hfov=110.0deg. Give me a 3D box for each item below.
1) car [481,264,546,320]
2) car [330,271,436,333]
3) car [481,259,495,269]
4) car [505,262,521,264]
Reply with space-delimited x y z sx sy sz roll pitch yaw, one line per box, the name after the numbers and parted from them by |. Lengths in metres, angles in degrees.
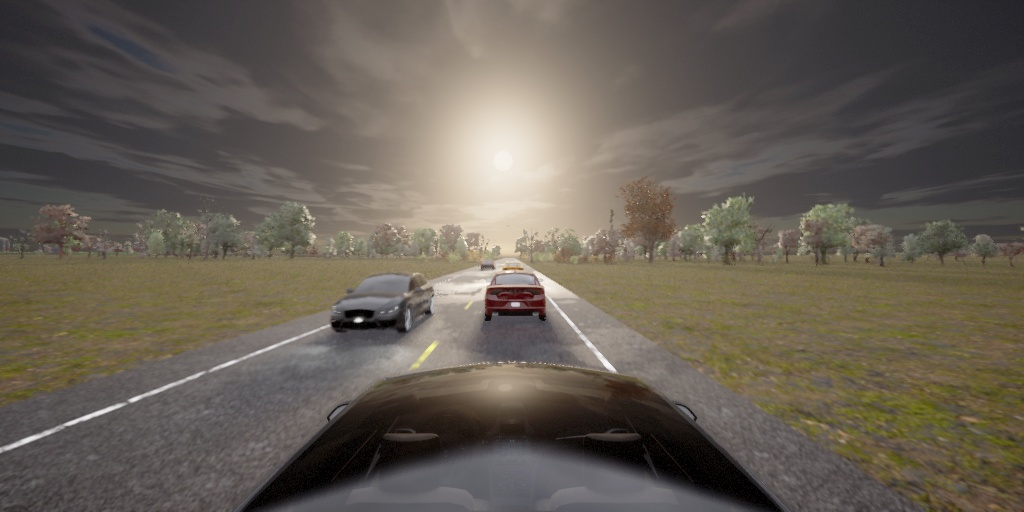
0.101 1.227 12.678 1.882 1.535 5.008 0 0 0 | car
-3.600 1.254 10.836 1.837 1.490 4.892 0 0 0 | car
-3.562 1.223 53.149 1.882 1.535 5.008 0 0 0 | car
0.102 1.226 31.070 1.882 1.535 5.008 0 0 0 | car
